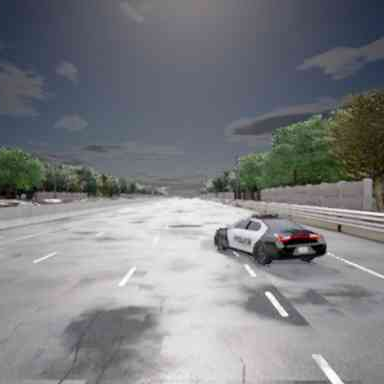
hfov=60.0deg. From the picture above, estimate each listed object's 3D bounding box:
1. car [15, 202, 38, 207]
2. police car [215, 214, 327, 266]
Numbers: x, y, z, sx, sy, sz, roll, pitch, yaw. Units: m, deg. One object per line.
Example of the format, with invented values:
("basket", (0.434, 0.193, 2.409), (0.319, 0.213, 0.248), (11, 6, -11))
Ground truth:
("car", (-17.662, 1.845, 35.531), (1.812, 1.442, 4.674), (0, -1, 0))
("police car", (2.508, 1.616, 12.359), (2.038, 1.542, 4.974), (-1, -1, -21))
